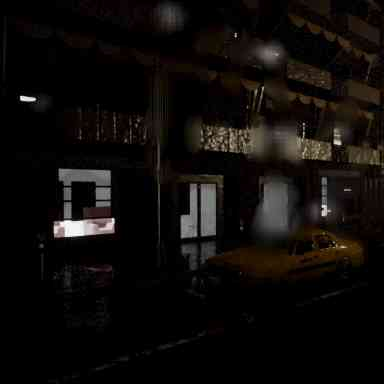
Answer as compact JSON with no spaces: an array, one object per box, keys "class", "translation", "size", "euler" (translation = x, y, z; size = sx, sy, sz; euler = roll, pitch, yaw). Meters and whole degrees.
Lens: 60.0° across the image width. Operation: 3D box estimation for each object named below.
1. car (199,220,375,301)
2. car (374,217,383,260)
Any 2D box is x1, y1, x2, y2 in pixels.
[{"class":"car","translation":[2.408,1.526,8.296],"size":[4.829,1.417,1.752],"euler":[0,0,-36]},{"class":"car","translation":[7.039,1.547,11.611],"size":[4.507,1.381,1.887],"euler":[0,0,-36]}]
